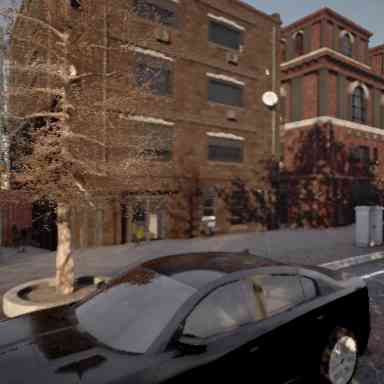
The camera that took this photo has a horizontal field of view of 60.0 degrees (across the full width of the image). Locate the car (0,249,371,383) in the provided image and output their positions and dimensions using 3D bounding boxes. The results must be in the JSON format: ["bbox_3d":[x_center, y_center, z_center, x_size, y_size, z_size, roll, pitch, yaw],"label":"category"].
[{"bbox_3d":[-0.002,1.479,3.678,5.008,1.535,1.882,0,0,-35],"label":"car"}]
